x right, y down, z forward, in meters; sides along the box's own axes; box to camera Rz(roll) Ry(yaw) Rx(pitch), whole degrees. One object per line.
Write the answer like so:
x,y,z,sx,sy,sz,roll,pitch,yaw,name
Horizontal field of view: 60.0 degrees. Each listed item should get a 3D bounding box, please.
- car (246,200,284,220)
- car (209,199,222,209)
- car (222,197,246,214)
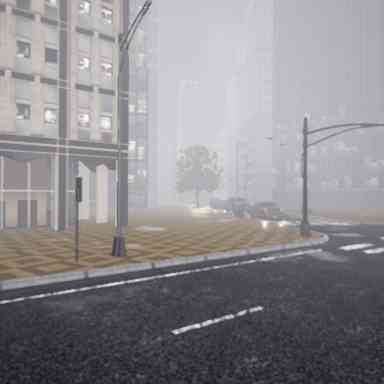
7.252,1.689,32.411,2.097,1.767,4.553,0,-1,-7,car
4.316,2.186,55.041,1.895,1.301,4.718,0,-1,-7,car
5.890,1.671,42.851,2.150,2.045,5.566,0,-1,-8,car
